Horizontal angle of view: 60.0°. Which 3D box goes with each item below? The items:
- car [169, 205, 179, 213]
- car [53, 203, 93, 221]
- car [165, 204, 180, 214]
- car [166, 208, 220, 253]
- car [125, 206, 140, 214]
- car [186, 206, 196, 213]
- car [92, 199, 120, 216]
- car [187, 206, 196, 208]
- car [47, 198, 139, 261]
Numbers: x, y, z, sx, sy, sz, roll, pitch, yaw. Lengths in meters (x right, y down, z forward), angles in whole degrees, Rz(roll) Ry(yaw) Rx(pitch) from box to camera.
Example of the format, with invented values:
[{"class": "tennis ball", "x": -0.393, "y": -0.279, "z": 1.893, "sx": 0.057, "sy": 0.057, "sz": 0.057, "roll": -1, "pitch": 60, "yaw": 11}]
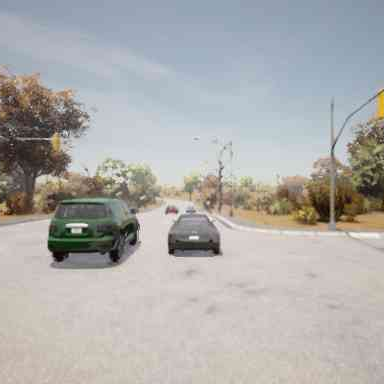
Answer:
[{"class": "car", "x": -3.656, "y": 3.519, "z": 69.635, "sx": 1.882, "sy": 1.535, "sz": 5.008, "roll": 0, "pitch": -3, "yaw": 0}, {"class": "car", "x": -10.655, "y": 1.747, "z": 30.249, "sx": 1.837, "sy": 1.490, "sz": 4.892, "roll": 0, "pitch": -2, "yaw": 0}, {"class": "car", "x": -3.633, "y": 3.022, "z": 59.594, "sx": 2.097, "sy": 1.767, "sz": 4.553, "roll": 0, "pitch": -3, "yaw": 0}, {"class": "car", "x": 0.068, "y": 1.592, "z": 13.775, "sx": 1.994, "sy": 1.385, "sz": 4.181, "roll": 0, "pitch": 0, "yaw": 0}, {"class": "car", "x": -10.643, "y": 3.235, "z": 59.616, "sx": 1.994, "sy": 1.385, "sz": 4.181, "roll": 0, "pitch": -3, "yaw": 0}, {"class": "car", "x": -0.156, "y": 3.594, "z": 69.638, "sx": 1.994, "sy": 1.385, "sz": 4.181, "roll": 0, "pitch": -3, "yaw": 0}, {"class": "car", "x": -10.685, "y": 1.944, "z": 41.964, "sx": 2.150, "sy": 2.045, "sz": 5.566, "roll": 0, "pitch": -3, "yaw": -1}, {"class": "car", "x": -0.132, "y": 3.196, "z": 59.206, "sx": 2.033, "sy": 1.411, "sz": 5.357, "roll": 0, "pitch": -3, "yaw": 0}, {"class": "car", "x": -3.430, "y": 1.247, "z": 12.558, "sx": 2.150, "sy": 2.045, "sz": 5.566, "roll": 0, "pitch": 0, "yaw": 0}]
